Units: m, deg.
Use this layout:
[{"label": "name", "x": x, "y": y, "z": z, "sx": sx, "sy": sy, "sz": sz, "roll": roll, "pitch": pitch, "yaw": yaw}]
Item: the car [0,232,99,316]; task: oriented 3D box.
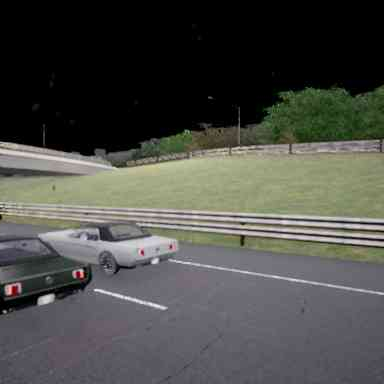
[{"label": "car", "x": -4.343, "y": 1.577, "z": 7.082, "sx": 4.718, "sy": 1.301, "sz": 1.895, "roll": 0, "pitch": 0, "yaw": 35}]

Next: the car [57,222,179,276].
[{"label": "car", "x": -2.802, "y": 1.575, "z": 10.281, "sx": 4.718, "sy": 1.301, "sz": 1.895, "roll": 0, "pitch": 0, "yaw": 35}]
